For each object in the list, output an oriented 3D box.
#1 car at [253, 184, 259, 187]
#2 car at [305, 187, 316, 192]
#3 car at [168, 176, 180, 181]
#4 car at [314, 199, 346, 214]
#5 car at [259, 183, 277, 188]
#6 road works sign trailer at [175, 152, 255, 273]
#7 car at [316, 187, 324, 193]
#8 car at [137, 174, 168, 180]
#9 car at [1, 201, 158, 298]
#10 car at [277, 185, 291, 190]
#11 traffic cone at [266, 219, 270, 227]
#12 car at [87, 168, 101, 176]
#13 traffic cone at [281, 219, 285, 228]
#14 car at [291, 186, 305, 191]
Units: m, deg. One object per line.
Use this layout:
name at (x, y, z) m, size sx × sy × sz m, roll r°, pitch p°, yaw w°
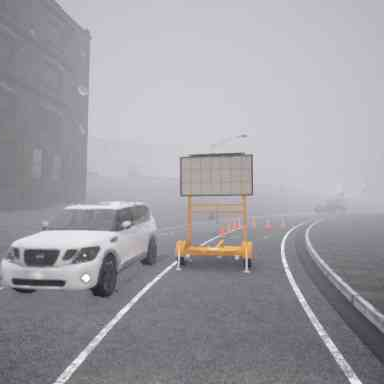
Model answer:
car at (11.072, -1.500, 69.397) m, size 4.553 × 1.767 × 2.185 m, roll 3°, pitch -6°, yaw -36°
car at (28.268, -0.375, 83.549) m, size 4.553 × 1.767 × 2.185 m, roll 4°, pitch -6°, yaw -41°
car at (-2.505, -2.113, 59.832) m, size 4.892 × 1.521 × 2.231 m, roll 3°, pitch -5°, yaw -33°
car at (19.375, 2.015, 46.573) m, size 5.566 × 2.045 × 2.150 m, roll 1°, pitch -4°, yaw -39°
car at (15.599, -1.073, 72.884) m, size 4.792 × 1.488 × 2.163 m, roll 3°, pitch -6°, yaw -38°
road works sign trailer at (0.841, 0.530, 11.043) m, size 2.380 × 3.560 × 2.880 m, roll -1°, pitch -1°, yaw 12°
car at (32.408, -0.164, 87.332) m, size 5.566 × 2.045 × 2.435 m, roll 5°, pitch -6°, yaw -42°
car at (-7.138, -2.323, 56.840) m, size 4.892 × 1.521 × 2.231 m, roll 2°, pitch -5°, yaw -33°
car at (-2.554, 1.303, 9.204) m, size 2.150 × 2.045 × 5.566 m, roll -1°, pitch -1°, yaw 10°
car at (19.895, -0.794, 76.338) m, size 4.674 × 1.452 × 2.002 m, roll 4°, pitch -6°, yaw -39°
traffic cone at (5.297, 2.166, 23.161) m, size 0.340 × 0.580 × 0.340 m, roll -2°, pitch -1°, yaw 17°
car at (-16.333, -2.839, 50.930) m, size 4.553 × 1.767 × 2.185 m, roll 2°, pitch -5°, yaw -33°
traffic cone at (6.251, 2.136, 22.871) m, size 0.340 × 0.580 × 0.340 m, roll -2°, pitch -1°, yaw 17°
car at (24.041, -0.559, 79.824) m, size 4.892 × 1.521 × 2.231 m, roll 4°, pitch -6°, yaw -40°
